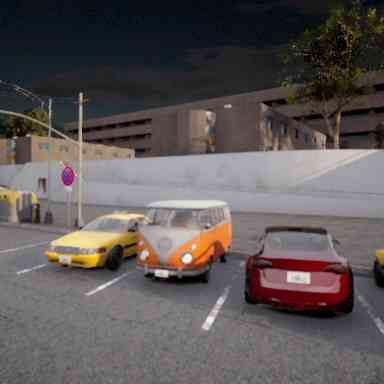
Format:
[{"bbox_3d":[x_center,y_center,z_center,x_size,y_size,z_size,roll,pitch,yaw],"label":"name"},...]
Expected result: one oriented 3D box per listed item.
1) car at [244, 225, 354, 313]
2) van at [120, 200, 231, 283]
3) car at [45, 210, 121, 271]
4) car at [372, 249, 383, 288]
[{"bbox_3d":[2.396,1.498,7.803,2.163,1.488,4.792,1,0,15],"label":"car"},{"bbox_3d":[-0.063,1.214,9.391,1.878,1.987,4.442,1,0,15],"label":"van"},{"bbox_3d":[-2.513,1.409,11.053,1.946,1.575,5.366,1,0,15],"label":"car"},{"bbox_3d":[4.870,1.494,6.225,1.946,1.575,5.366,1,0,15],"label":"car"}]
